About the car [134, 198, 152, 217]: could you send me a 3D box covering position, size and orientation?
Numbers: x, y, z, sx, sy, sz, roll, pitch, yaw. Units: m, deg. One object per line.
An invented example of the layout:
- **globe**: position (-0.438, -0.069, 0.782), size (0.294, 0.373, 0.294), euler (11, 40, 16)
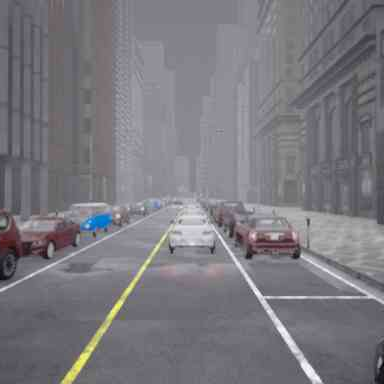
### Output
- **car**: position (-5.753, 1.771, 35.618), size (1.967, 1.590, 4.097), euler (0, -1, 0)

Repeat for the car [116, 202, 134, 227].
- **car**: position (-5.757, 1.667, 24.345), size (1.967, 1.590, 4.097), euler (0, -1, 0)

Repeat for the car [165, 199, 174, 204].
- **car**: position (-5.735, 2.384, 86.343), size (1.947, 1.339, 4.313), euler (0, -1, 0)

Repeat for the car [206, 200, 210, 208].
- **car**: position (2.772, 1.897, 35.622), size (1.947, 1.339, 4.313), euler (0, -1, 0)

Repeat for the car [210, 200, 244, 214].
- **car**: position (2.768, 1.542, 24.352), size (2.192, 1.841, 5.009), euler (0, -1, 0)

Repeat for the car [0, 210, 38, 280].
- **car**: position (-5.763, 1.385, 7.436), size (2.192, 1.841, 5.009), euler (0, -1, 0)

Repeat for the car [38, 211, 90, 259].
- **car**: position (-5.761, 1.667, 13.071), size (1.887, 1.381, 4.507), euler (0, -1, 0)

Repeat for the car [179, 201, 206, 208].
- **car**: position (0.015, 1.799, 29.395), size (1.812, 1.442, 4.674), euler (0, 0, 0)

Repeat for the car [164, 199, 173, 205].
- **car**: position (-5.737, 2.329, 80.707), size (1.947, 1.339, 4.313), euler (0, -1, 0)

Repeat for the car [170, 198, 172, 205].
- **car**: position (-5.742, 2.093, 69.435), size (1.967, 1.590, 4.097), euler (0, -1, 0)

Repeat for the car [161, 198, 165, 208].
- **car**: position (-5.747, 2.013, 52.356), size (1.752, 1.417, 4.829), euler (0, -1, 0)

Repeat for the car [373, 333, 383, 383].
- **car**: position (2.760, 1.569, 1.805), size (2.008, 1.369, 4.403), euler (0, -1, 0)

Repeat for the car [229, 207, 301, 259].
- **car**: position (2.764, 1.562, 13.078), size (1.967, 1.590, 4.097), euler (0, -1, 0)

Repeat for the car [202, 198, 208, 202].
- **car**: position (2.776, 1.877, 46.894), size (1.967, 1.590, 4.097), euler (0, -1, 0)

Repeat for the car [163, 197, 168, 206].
- **car**: position (-5.745, 2.094, 58.161), size (2.008, 1.369, 4.403), euler (0, -1, 0)

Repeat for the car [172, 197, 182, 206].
- **car**: position (-2.975, 2.259, 70.943), size (1.895, 1.301, 4.718), euler (0, -1, 0)

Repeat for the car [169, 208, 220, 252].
- **car**: position (0.010, 1.660, 14.386), size (1.812, 1.442, 4.674), euler (0, 0, 0)

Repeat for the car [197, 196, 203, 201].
- **car**: position (2.790, 2.400, 86.346), size (1.802, 1.307, 4.206), euler (0, -1, 0)

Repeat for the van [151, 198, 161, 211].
- **van**: position (-5.750, 1.777, 46.891), size (1.690, 1.788, 3.998), euler (0, -1, 0)

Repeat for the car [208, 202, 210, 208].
- **car**: position (2.770, 1.824, 29.986), size (1.887, 1.381, 4.507), euler (0, -1, 0)

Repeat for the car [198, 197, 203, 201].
- **car**: position (2.786, 2.290, 75.074), size (1.802, 1.307, 4.206), euler (0, -1, 0)

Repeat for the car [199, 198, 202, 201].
- **car**: position (2.780, 2.110, 58.165), size (1.947, 1.339, 4.313), euler (0, -1, 0)

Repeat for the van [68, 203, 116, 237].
- **van**: position (-5.759, 1.515, 18.709), size (1.690, 1.788, 3.998), euler (0, -1, 0)

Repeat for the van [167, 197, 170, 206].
- **van**: position (-5.744, 1.939, 63.800), size (1.690, 1.788, 3.998), euler (0, -1, 0)

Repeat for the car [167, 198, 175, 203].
- **car**: position (-5.734, 2.425, 91.980), size (2.008, 1.369, 4.403), euler (0, -1, 0)

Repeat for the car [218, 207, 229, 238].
- **car**: position (2.766, 1.740, 18.713), size (1.947, 1.339, 4.313), euler (0, -1, 0)

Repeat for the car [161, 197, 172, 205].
- **car**: position (-5.740, 2.023, 75.073), size (2.192, 1.841, 5.009), euler (0, -1, 0)
